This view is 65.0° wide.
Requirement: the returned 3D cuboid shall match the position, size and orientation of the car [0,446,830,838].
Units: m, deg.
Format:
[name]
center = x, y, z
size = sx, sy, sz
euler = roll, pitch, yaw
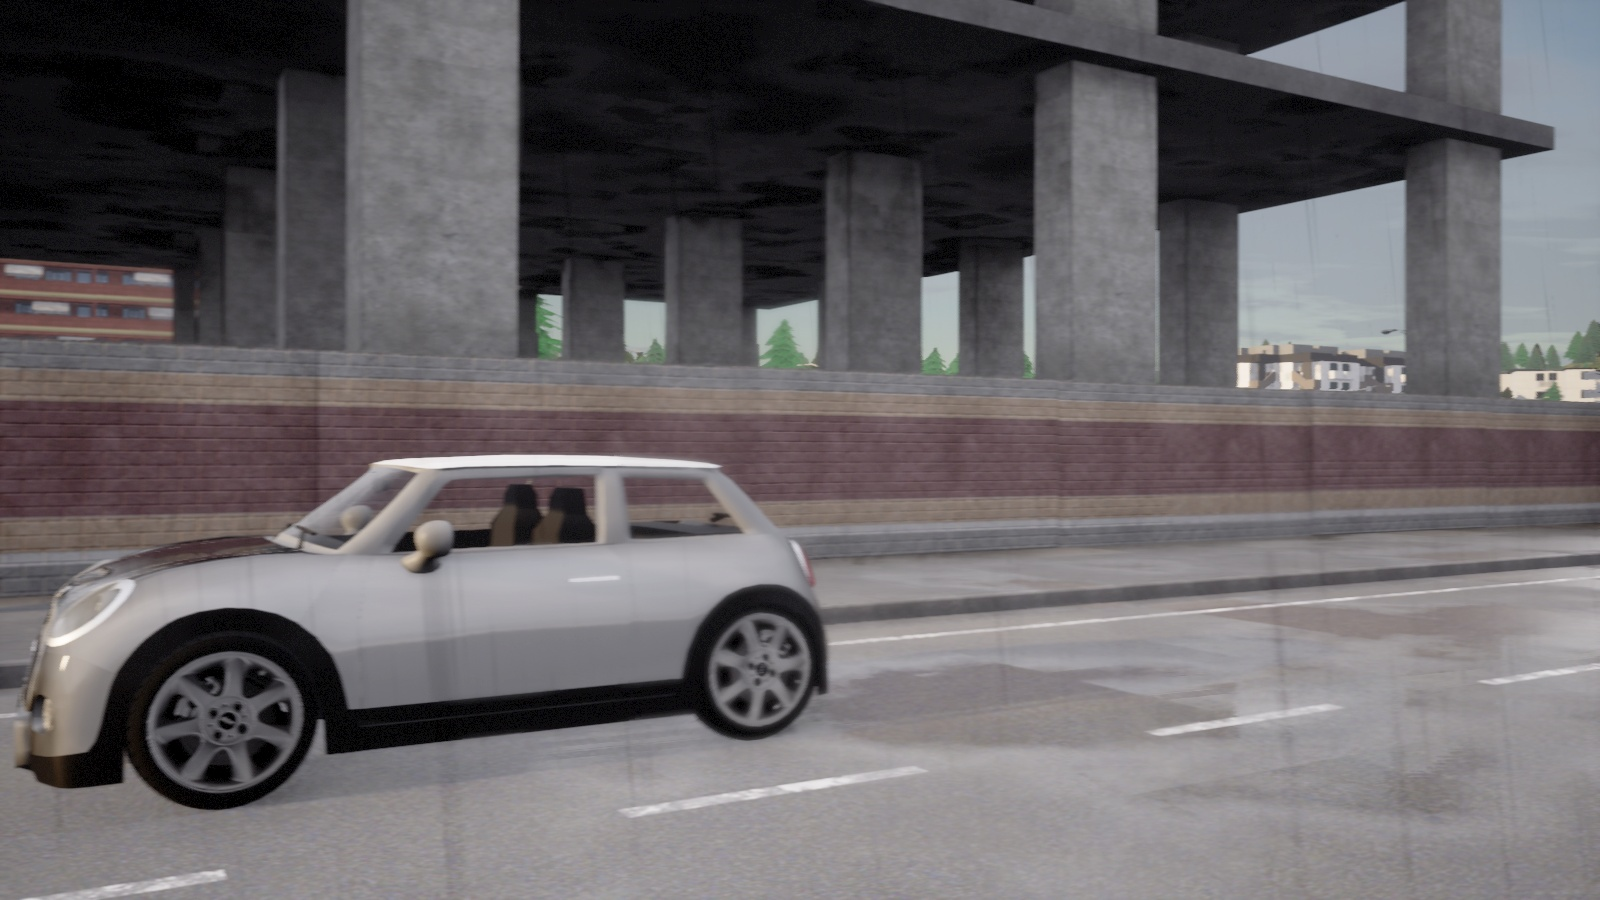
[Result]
[car]
center = -1.983, 0.726, 6.464
size = 3.806, 1.475, 1.970
euler = 0, 0, -30
